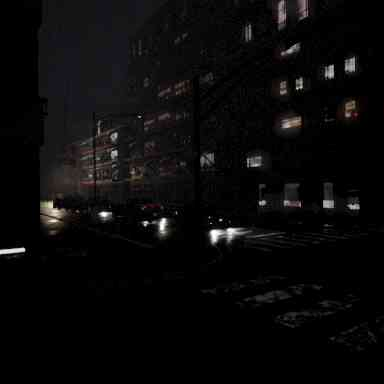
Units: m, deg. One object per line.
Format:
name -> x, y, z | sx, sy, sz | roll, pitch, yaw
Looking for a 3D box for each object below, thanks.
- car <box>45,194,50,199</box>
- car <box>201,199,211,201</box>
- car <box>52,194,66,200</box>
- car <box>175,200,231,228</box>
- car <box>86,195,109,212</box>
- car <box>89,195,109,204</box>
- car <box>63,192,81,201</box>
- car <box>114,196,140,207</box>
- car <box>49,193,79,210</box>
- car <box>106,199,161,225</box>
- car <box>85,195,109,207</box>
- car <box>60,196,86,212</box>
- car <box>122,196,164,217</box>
car -> -34.797, 1.075, 83.413 | 1.752, 1.417, 4.829 | -1, 1, -35
car -> 0.820, 1.359, 31.844 | 1.887, 1.381, 4.507 | -1, 1, -35
car -> -31.479, 1.124, 78.592 | 2.008, 1.369, 4.403 | -1, 1, -35
car -> 0.618, 1.507, 21.743 | 1.994, 1.385, 4.181 | -1, 1, -34
car -> -9.873, 1.425, 36.994 | 1.994, 1.385, 4.181 | -1, 1, -35
car -> -15.468, 1.216, 55.326 | 1.752, 1.417, 4.829 | -1, 1, -35
car -> -25.038, 0.935, 69.227 | 2.192, 1.841, 5.009 | -1, 1, -35
car -> -9.025, 1.266, 45.964 | 1.752, 1.417, 4.829 | -1, 1, -35
car -> -15.829, 1.312, 41.072 | 1.967, 1.590, 4.097 | -1, 1, -35
car -> -4.373, 1.509, 24.201 | 1.887, 1.381, 4.507 | -1, 1, -35
car -> -13.821, 1.266, 48.271 | 1.837, 1.490, 4.892 | -1, 1, -34
car -> -12.607, 1.448, 36.392 | 2.008, 1.369, 4.403 | -1, 1, -35
car -> -4.277, 1.257, 28.848 | 2.097, 1.767, 4.553 | -1, 1, -35
